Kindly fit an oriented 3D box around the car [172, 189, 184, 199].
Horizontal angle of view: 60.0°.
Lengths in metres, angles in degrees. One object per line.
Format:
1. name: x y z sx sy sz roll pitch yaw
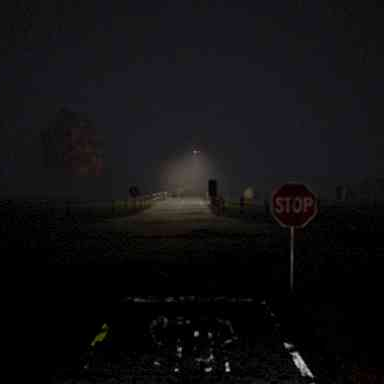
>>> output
1. car: -2.738 0.409 67.689 2.150 2.045 5.566 0 1 0
